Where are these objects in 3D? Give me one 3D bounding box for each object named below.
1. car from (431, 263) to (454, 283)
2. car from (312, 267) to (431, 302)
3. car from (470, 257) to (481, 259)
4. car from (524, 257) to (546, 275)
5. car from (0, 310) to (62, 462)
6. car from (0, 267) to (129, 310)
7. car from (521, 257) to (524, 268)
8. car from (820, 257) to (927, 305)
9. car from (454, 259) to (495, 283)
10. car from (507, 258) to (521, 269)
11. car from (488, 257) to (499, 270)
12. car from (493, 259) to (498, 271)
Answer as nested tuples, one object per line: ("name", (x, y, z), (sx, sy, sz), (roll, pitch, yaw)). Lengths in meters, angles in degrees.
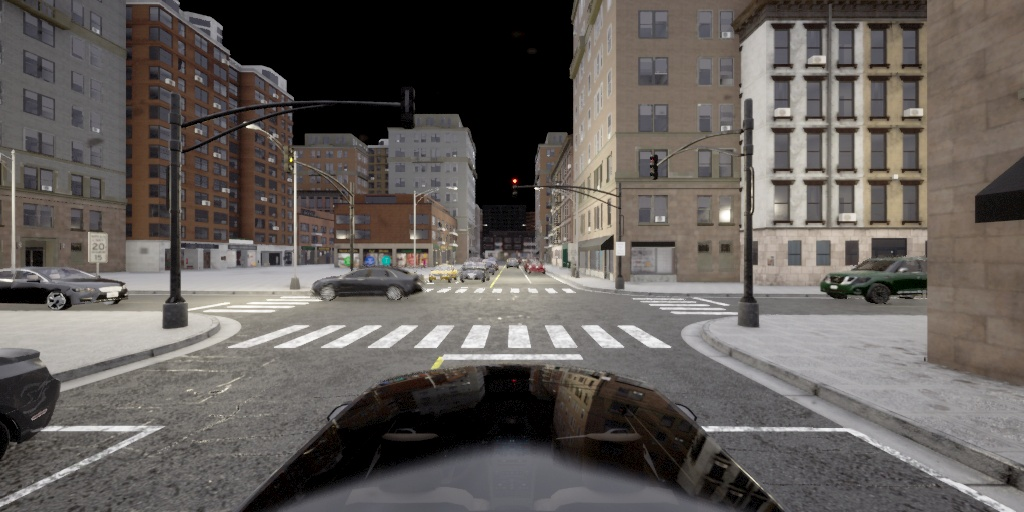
("car", (-5.373, 1.276, 28.387), (1.751, 1.417, 4.829), (0, 0, 0))
("car", (-6.459, 1.234, 16.325), (4.892, 1.490, 1.837), (0, 0, 0))
("car", (-5.359, 1.068, 51.205), (2.192, 1.841, 5.009), (0, 0, 0))
("car", (2.659, 1.192, 39.875), (1.967, 1.591, 4.097), (0, 0, 0))
("car", (-5.388, 1.300, 1.711), (2.007, 1.370, 4.403), (0, 0, 0))
("car", (-17.276, 1.162, 13.382), (4.902, 1.511, 2.128), (0, 0, 2))
("car", (2.662, 1.067, 45.537), (2.192, 1.841, 5.009), (0, 0, 0))
("car", (17.436, 1.065, 16.331), (5.566, 2.045, 2.150), (0, 0, 0))
("car", (-2.821, 1.242, 28.207), (2.128, 1.511, 4.902), (0, 0, 2))
("car", (0.126, 1.318, 58.606), (1.994, 1.385, 4.181), (0, 0, 1))
("car", (-2.810, 1.279, 48.183), (1.812, 1.442, 4.674), (0, 0, 0))
("car", (-2.824, 1.316, 38.108), (1.994, 1.385, 4.181), (0, 0, 0))
